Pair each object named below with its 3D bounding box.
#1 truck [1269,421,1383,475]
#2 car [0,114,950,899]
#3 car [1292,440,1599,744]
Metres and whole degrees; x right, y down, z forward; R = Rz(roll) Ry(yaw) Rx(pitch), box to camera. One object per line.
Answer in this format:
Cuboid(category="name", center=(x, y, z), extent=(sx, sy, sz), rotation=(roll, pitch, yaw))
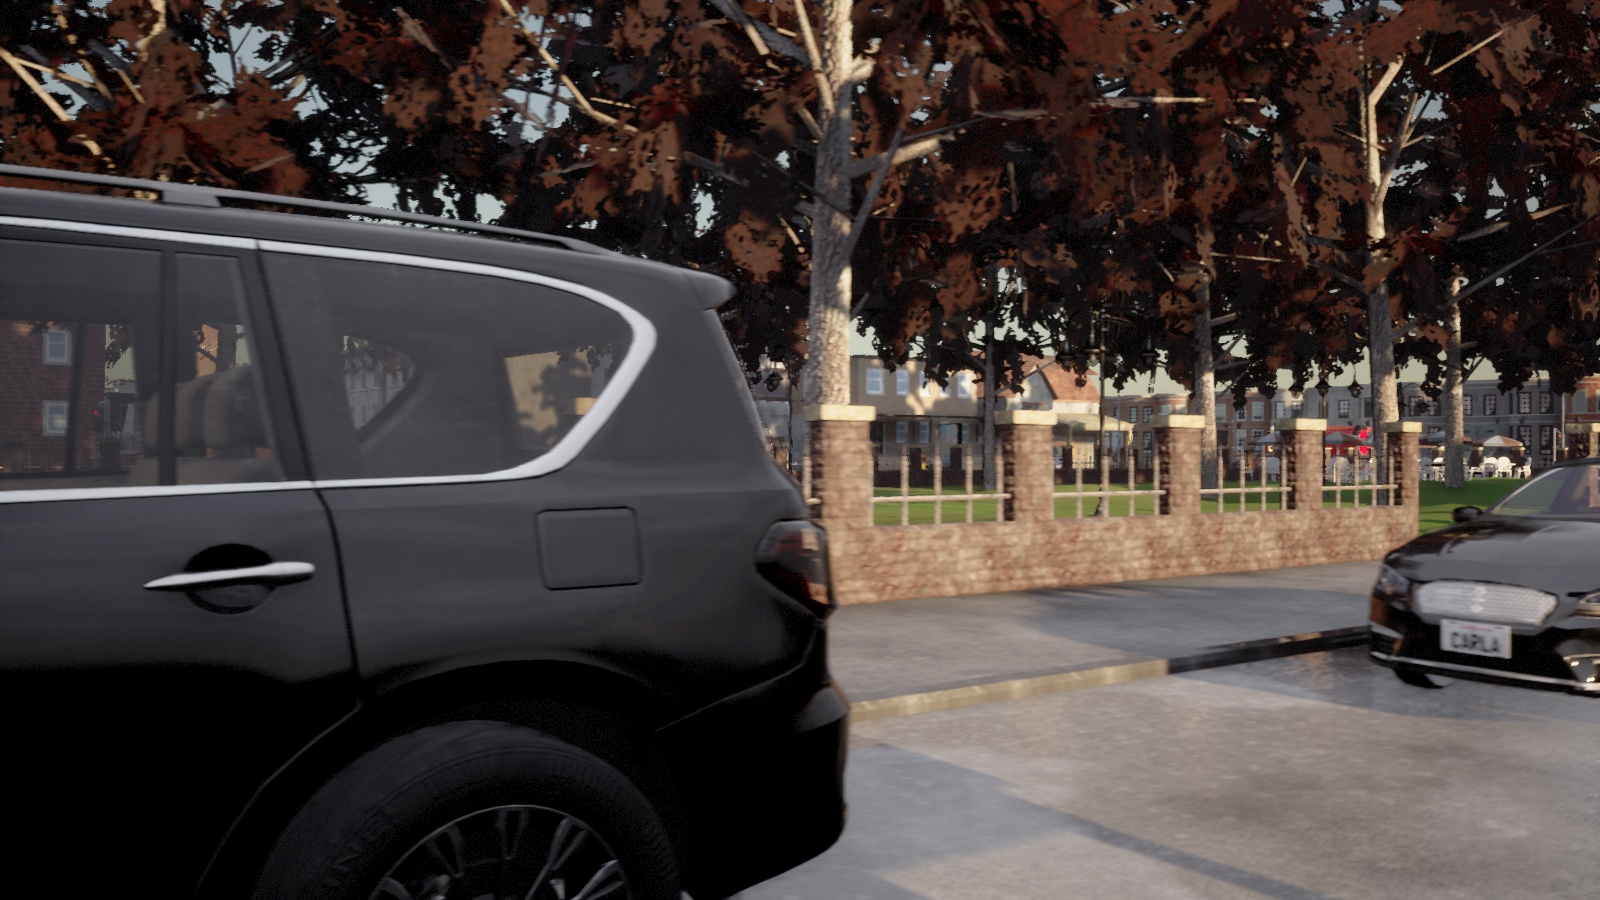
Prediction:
Cuboid(category="truck", center=(35.062, -0.107, 83.628), extent=(7.936, 3.462, 2.891), rotation=(0, 0, -32))
Cuboid(category="car", center=(-2.510, 0.475, 2.526), extent=(5.566, 2.045, 2.150), rotation=(0, 0, -35))
Cuboid(category="car", center=(5.618, 0.709, 8.178), extent=(4.902, 1.511, 2.128), rotation=(0, 0, -35))
